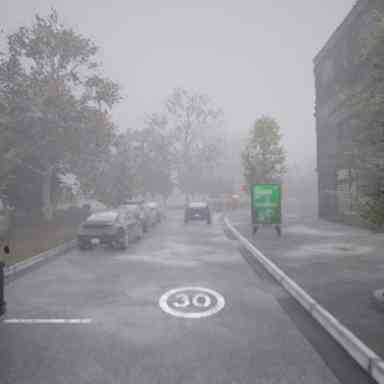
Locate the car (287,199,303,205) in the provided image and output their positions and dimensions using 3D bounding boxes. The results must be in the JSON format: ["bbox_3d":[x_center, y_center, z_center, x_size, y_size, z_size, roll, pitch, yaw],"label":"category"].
[{"bbox_3d":[19.132,2.005,63.771,4.892,1.521,2.231,1,-4,-32],"label":"car"}]

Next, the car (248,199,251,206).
[{"bbox_3d":[6.842,1.722,52.164,2.097,1.535,5.008,-3,-4,36],"label":"car"}]

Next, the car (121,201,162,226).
[{"bbox_3d":[-3.405,1.364,20.166,2.185,1.767,4.553,-1,0,2],"label":"car"}]

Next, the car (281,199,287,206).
[{"bbox_3d":[14.481,1.941,60.407,5.008,1.535,2.097,1,-4,-40],"label":"car"}]

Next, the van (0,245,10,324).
[{"bbox_3d":[-3.627,1.259,3.204,1.878,1.987,4.442,1,0,2],"label":"van"}]

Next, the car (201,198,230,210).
[{"bbox_3d":[3.405,1.643,47.418,2.231,1.521,4.892,-2,-1,29],"label":"car"}]

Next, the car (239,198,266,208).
[{"bbox_3d":[10.370,1.830,56.612,2.231,1.521,4.892,-4,-4,42],"label":"car"}]

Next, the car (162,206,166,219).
[{"bbox_3d":[-3.165,1.485,25.868,2.097,1.535,5.008,0,0,2],"label":"car"}]

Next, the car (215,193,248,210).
[{"bbox_3d":[4.951,1.208,42.322,2.150,2.045,5.566,-2,-1,25],"label":"car"}]

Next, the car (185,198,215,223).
[{"bbox_3d":[0.570,1.448,25.484,1.882,1.535,5.008,0,0,5],"label":"car"}]

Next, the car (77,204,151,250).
[{"bbox_3d":[-3.406,1.497,14.457,2.231,1.521,4.892,0,0,2],"label":"car"}]
